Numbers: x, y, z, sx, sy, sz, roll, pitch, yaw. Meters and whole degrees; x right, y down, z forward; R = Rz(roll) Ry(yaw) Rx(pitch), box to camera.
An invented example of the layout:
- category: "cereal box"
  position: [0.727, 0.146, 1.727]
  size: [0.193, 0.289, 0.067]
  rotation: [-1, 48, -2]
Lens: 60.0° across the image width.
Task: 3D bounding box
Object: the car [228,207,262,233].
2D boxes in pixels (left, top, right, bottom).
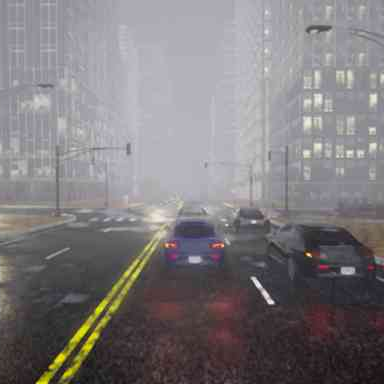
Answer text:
- category: "car"
  position: [3.287, 1.550, 19.766]
  size: [1.994, 1.385, 4.181]
  rotation: [0, 0, -1]

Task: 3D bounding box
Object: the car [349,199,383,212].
- category: "car"
  position: [21.675, 1.628, 39.840]
  size: [4.829, 1.417, 1.752]
  rotation: [0, 0, 1]

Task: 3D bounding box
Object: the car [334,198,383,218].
- category: "car"
  position: [16.095, 1.507, 31.535]
  size: [5.009, 1.841, 2.192]
  rotation: [0, 0, 1]

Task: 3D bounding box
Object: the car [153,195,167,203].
- category: "car"
  position: [-6.734, 1.483, 67.183]
  size: [2.033, 1.411, 5.357]
  rotation: [0, 0, 0]

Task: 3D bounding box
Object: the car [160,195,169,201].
- category: "car"
  position: [-6.784, 1.412, 82.658]
  size: [1.837, 1.490, 4.892]
  rotation: [0, 0, 0]

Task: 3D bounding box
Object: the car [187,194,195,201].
- category: "car"
  position: [-0.283, 1.500, 82.714]
  size: [1.895, 1.301, 4.718]
  rotation: [0, 0, 0]

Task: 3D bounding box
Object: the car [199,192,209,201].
- category: "car"
  position: [2.969, 1.129, 82.308]
  size: [2.150, 2.045, 5.566]
  rotation: [0, 0, 0]

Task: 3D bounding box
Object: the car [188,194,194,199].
- category: "car"
  position: [-0.318, 1.252, 92.686]
  size: [1.812, 1.442, 4.674]
  rotation: [0, 0, 0]

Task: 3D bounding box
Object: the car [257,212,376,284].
- category: "car"
  position: [3.321, 1.519, 9.422]
  size: [1.812, 1.442, 4.674]
  rotation: [0, 0, 0]

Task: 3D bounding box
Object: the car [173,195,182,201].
- category: "car"
  position: [-3.534, 1.506, 82.711]
  size: [1.895, 1.301, 4.718]
  rotation: [0, 0, 0]

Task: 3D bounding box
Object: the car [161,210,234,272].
- category: "car"
  position: [0.066, 1.520, 10.601]
  size: [1.812, 1.442, 4.674]
  rotation: [0, 0, 0]

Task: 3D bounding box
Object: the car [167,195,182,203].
- category: "car"
  position: [-3.491, 1.415, 67.258]
  size: [1.882, 1.535, 5.008]
  rotation: [0, 0, 0]

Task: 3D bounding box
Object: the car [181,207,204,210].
- category: "car"
  position: [0.031, 1.587, 20.922]
  size: [1.895, 1.301, 4.718]
  rotation: [0, 0, 0]
